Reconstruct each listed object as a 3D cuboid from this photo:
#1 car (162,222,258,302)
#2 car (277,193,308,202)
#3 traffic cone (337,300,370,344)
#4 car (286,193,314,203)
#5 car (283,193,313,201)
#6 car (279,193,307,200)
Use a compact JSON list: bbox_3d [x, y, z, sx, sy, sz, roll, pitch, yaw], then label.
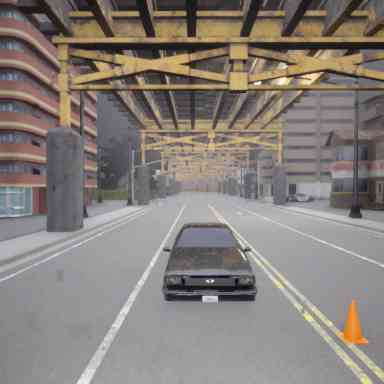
[{"bbox_3d":[0.361,1.534,8.677,2.033,1.411,5.357,0,0,1],"label":"car"},{"bbox_3d":[17.810,0.960,58.948,4.974,1.542,2.038,0,1,25],"label":"car"},{"bbox_3d":[2.453,1.949,5.070,0.340,0.580,0.340,0,0,0],"label":"traffic cone"},{"bbox_3d":[17.462,1.007,54.792,4.974,1.542,2.038,0,1,-20],"label":"car"},{"bbox_3d":[17.511,0.849,54.808,4.536,1.218,1.853,0,1,-20],"label":"car"},{"bbox_3d":[17.857,0.803,58.925,4.536,1.218,1.853,0,1,25],"label":"car"}]
